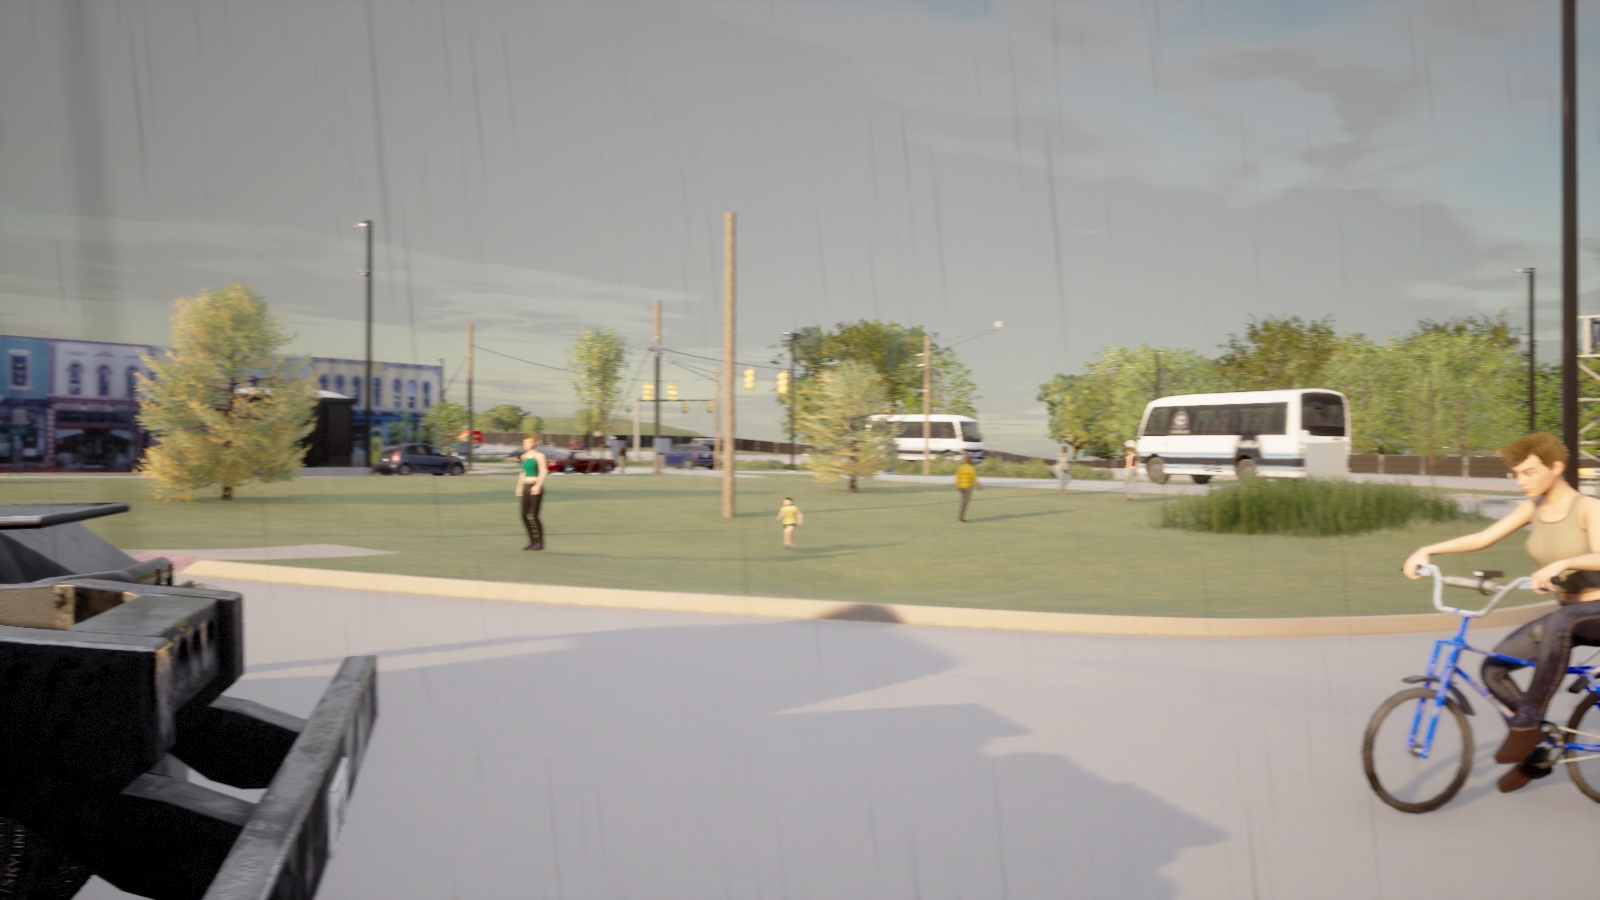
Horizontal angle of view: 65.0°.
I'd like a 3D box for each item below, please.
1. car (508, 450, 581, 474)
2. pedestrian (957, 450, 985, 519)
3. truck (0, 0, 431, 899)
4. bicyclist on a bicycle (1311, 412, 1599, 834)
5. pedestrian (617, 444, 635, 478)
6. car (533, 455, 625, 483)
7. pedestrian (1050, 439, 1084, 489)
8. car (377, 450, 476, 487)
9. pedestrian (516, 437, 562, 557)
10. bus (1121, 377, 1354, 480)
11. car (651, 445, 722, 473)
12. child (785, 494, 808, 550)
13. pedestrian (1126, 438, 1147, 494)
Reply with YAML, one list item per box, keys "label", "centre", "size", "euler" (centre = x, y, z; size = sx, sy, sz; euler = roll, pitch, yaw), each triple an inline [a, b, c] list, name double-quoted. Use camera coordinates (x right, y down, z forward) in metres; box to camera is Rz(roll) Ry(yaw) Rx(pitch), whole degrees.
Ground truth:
- label: "car"
  centre: [-16.555, 0.770, 81.203]
  size: [4.792, 1.488, 2.163]
  euler: [-1, 0, 41]
- label: "pedestrian"
  centre: [4.590, 0.917, 33.667]
  size: [0.370, 1.835, 0.726]
  euler: [-2, -1, 44]
- label: "truck"
  centre: [-4.761, -0.092, 1.759]
  size: [7.936, 3.462, 2.891]
  euler: [-2, 0, -15]
- label: "bicyclist on a bicycle"
  centre: [3.128, 0.662, 5.358]
  size: [1.509, 1.612, 0.866]
  euler: [0, -1, -10]
- label: "pedestrian"
  centre: [-9.675, 0.597, 69.841]
  size: [0.849, 1.883, 0.563]
  euler: [-2, -1, 34]
- label: "car"
  centre: [-11.452, 0.962, 65.329]
  size: [1.895, 1.301, 4.718]
  euler: [-2, 0, 34]
- label: "pedestrian"
  centre: [9.942, 0.526, 46.702]
  size: [0.900, 1.855, 0.874]
  euler: [-2, -1, 39]
- label: "car"
  centre: [-17.271, 0.834, 58.195]
  size: [1.851, 1.617, 3.988]
  euler: [-2, -1, 41]
- label: "pedestrian"
  centre: [-4.069, 0.729, 19.607]
  size: [0.345, 1.836, 0.594]
  euler: [-2, -1, 35]
- label: "bus"
  centre: [19.616, -0.875, 57.326]
  size: [3.944, 4.253, 10.273]
  euler: [0, 0, -26]
- label: "car"
  centre: [-7.486, 0.573, 82.521]
  size: [4.553, 1.767, 2.097]
  euler: [-1, 0, 41]
- label: "child"
  centre: [-0.071, 1.447, 25.299]
  size: [0.255, 1.110, 0.394]
  euler: [-2, -1, 34]
- label: "pedestrian"
  centre: [11.125, 0.538, 41.518]
  size: [0.345, 1.836, 0.594]
  euler: [-1, -1, -23]
